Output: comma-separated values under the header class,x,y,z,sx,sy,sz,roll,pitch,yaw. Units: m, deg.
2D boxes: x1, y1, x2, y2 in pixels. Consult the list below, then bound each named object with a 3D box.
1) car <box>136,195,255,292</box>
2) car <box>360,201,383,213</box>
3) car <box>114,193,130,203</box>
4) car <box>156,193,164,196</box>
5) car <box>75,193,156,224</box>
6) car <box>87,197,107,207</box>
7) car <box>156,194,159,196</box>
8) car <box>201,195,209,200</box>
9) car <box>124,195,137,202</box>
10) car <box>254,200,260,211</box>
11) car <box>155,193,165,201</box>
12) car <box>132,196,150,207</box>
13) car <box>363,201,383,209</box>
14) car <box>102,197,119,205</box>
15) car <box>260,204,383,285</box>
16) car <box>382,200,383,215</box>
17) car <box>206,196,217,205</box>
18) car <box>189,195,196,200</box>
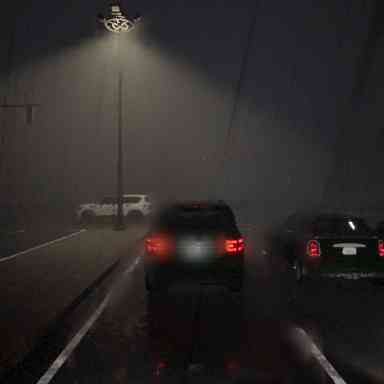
class,x,y,z,sx,sy,sz,roll,pitch,yaw
car,0.067,1.221,9.075,2.150,2.045,5.566,0,0,0
car,21.093,1.600,36.054,4.718,1.301,1.895,0,0,1
car,-15.099,1.225,71.887,2.150,2.045,5.566,0,0,0
car,-8.101,1.225,73.453,2.150,2.045,5.566,0,0,0
car,-5.676,1.221,24.687,5.566,2.045,2.150,0,0,-4
car,-15.162,1.564,53.238,1.994,1.385,4.181,0,0,0
car,-8.141,1.547,62.932,2.033,1.411,5.357,0,0,1
car,3.524,1.595,91.398,1.895,1.301,4.718,0,0,1
car,-15.104,1.525,81.988,2.128,1.511,4.902,0,0,0
car,6.737,1.601,40.682,1.895,1.301,4.718,0,0,-17
car,-8.085,1.210,84.225,2.150,2.045,5.566,0,0,0
car,-8.166,1.491,53.185,2.128,1.511,4.902,0,0,0
car,7.066,1.221,8.772,2.150,2.045,5.566,0,0,0
car,-15.140,1.601,61.991,1.895,1.301,4.718,0,0,0
car,3.566,1.352,9.645,2.097,1.767,4.553,0,0,0
car,21.431,1.526,32.550,4.674,1.442,1.812,0,0,1
car,3.508,1.477,60.629,1.882,1.535,5.008,0,0,0
car,0.120,1.595,95.391,1.895,1.301,4.718,0,0,1
